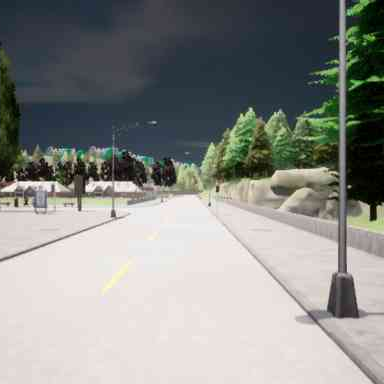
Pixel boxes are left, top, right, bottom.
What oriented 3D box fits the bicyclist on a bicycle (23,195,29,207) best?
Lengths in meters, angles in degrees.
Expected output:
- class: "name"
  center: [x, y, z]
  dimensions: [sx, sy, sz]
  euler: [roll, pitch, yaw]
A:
- class: "bicyclist on a bicycle"
  center: [-24.114, 1.324, 48.226]
  dimensions: [0.582, 1.620, 1.656]
  euler: [0, 0, 0]
